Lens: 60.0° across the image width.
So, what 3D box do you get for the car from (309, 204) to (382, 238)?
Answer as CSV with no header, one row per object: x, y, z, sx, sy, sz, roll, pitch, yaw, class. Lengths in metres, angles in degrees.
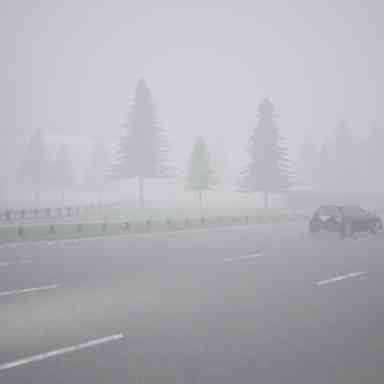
8.545,1.421,18.425,4.553,1.767,2.097,0,0,-36,car

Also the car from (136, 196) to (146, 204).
-10.493,1.596,66.043,1.882,1.535,5.008,0,0,5,car

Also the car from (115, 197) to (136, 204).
-11.345,1.694,56.097,1.895,1.301,4.718,0,0,5,car
